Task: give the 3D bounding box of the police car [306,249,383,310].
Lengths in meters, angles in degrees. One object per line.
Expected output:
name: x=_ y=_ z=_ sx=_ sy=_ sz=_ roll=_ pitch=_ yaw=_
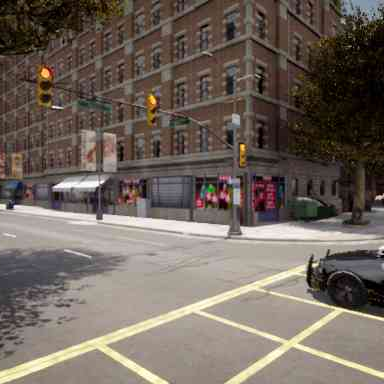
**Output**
police car: x=4.661 y=1.509 z=5.973 sx=4.974 sy=1.542 sz=2.038 roll=0 pitch=0 yaw=44
